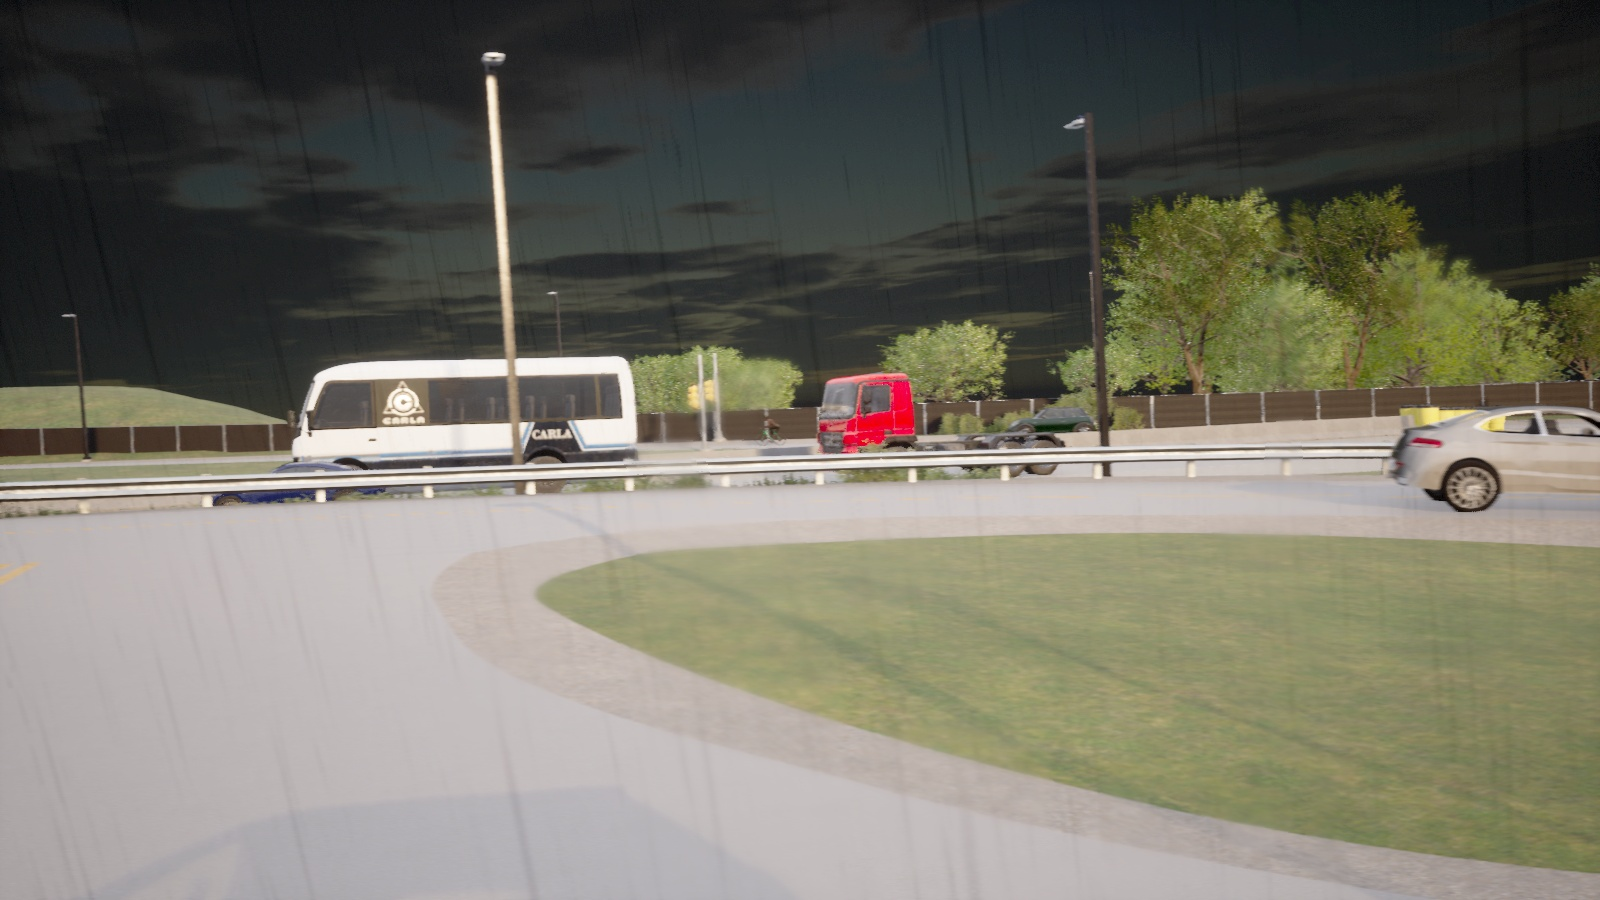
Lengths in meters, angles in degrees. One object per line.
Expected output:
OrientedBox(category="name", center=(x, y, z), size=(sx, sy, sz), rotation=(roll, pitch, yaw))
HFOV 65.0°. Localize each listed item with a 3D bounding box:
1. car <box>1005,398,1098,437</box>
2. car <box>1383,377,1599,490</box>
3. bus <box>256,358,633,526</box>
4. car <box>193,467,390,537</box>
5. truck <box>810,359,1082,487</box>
OrientedBox(category="car", center=(13.212, -1.738, 66.215), size=(4.553, 1.767, 2.097), rotation=(-3, 2, 7))
OrientedBox(category="car", center=(12.095, -0.299, 19.793), size=(5.027, 1.651, 2.152), rotation=(-1, 3, 17))
OrientedBox(category="bus", center=(-10.688, -0.365, 38.285), size=(10.273, 4.253, 3.944), rotation=(-4, 2, -19))
OrientedBox(category="car", center=(-13.512, 1.349, 33.641), size=(4.674, 1.442, 1.812), rotation=(-4, 2, -19))
OrientedBox(category="truck", center=(4.620, -0.915, 39.810), size=(7.936, 3.462, 2.891), rotation=(-4, 2, -19))
